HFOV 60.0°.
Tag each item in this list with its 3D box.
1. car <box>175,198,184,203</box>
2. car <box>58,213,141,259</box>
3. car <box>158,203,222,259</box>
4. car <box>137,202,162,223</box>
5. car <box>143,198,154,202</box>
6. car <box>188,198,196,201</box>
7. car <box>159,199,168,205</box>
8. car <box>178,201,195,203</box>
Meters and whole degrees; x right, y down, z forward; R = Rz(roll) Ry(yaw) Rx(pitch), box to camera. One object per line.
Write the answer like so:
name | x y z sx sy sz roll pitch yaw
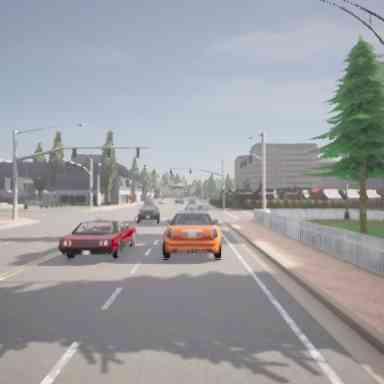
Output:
car | -3.506 2.478 88.262 1.812 1.442 4.674 0 -1 0
car | -3.481 1.747 13.228 1.895 1.301 4.718 0 -1 0
car | 0.024 1.499 13.407 2.097 1.767 4.553 0 -1 1
car | -3.770 1.842 28.861 1.812 1.442 4.674 0 0 -7
car | -10.506 2.237 80.705 2.097 1.767 4.553 0 -1 0
car | -0.006 2.493 87.944 2.033 1.411 5.357 0 -1 0
car | -7.006 2.406 80.674 1.812 1.442 4.674 0 -1 0
car | 0.375 1.805 28.418 2.128 1.511 4.902 0 -1 9
